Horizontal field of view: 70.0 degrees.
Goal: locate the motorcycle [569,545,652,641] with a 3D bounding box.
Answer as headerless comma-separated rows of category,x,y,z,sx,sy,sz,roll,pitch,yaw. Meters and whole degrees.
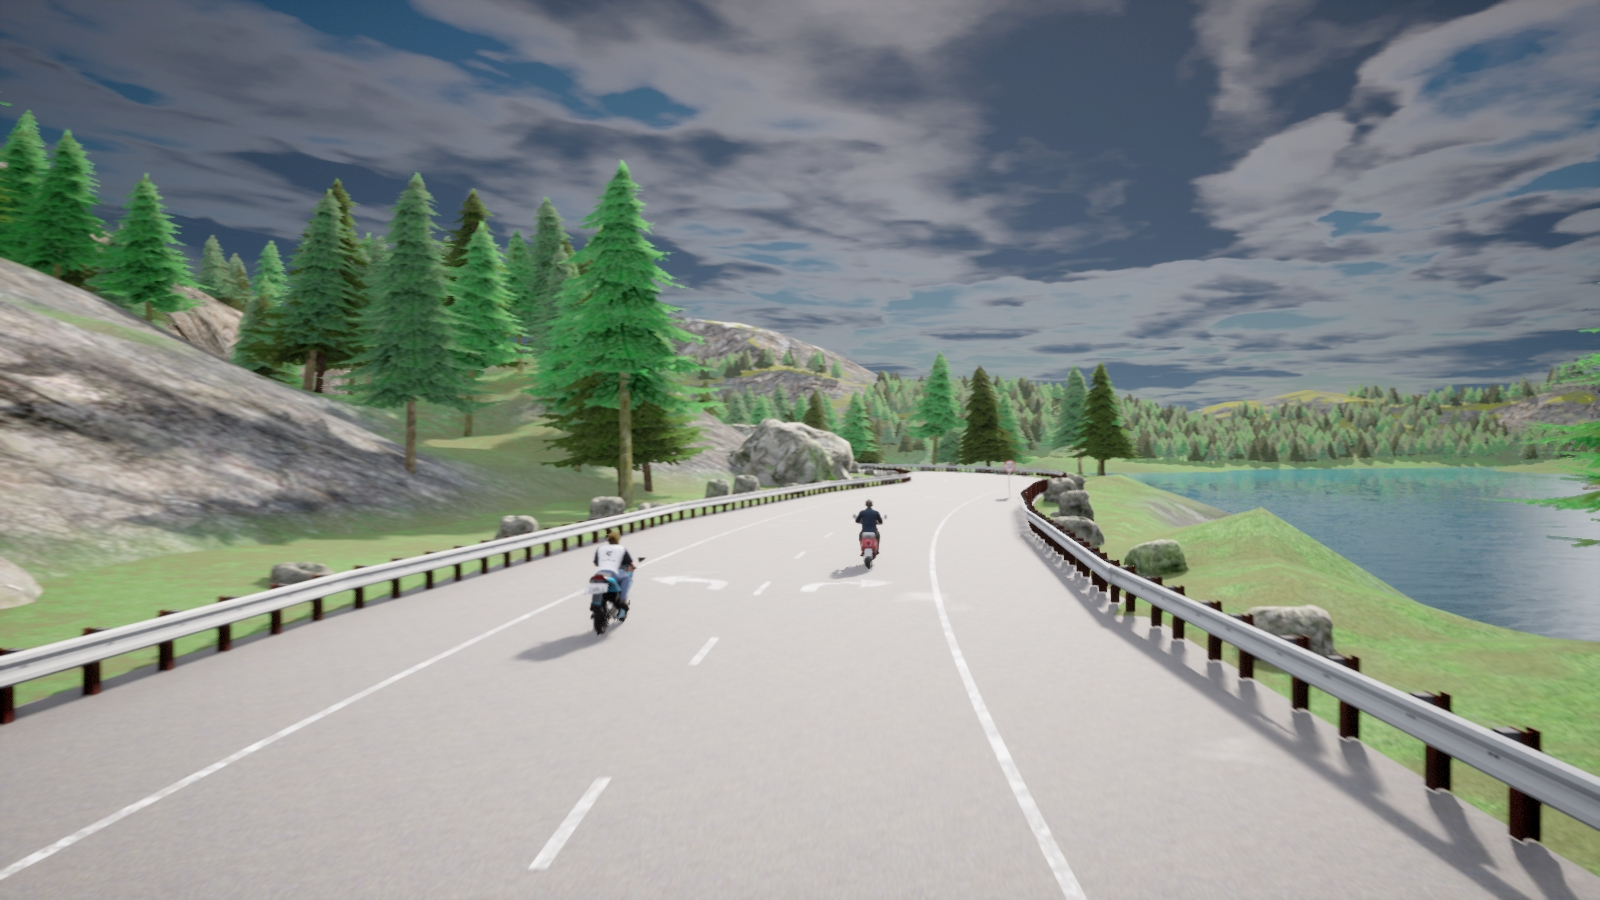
motorcycle,-2.902,2.175,17.721,0.803,1.217,2.033,1,0,4

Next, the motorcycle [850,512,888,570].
motorcycle,1.685,2.183,27.704,0.856,1.236,1.805,0,0,6
